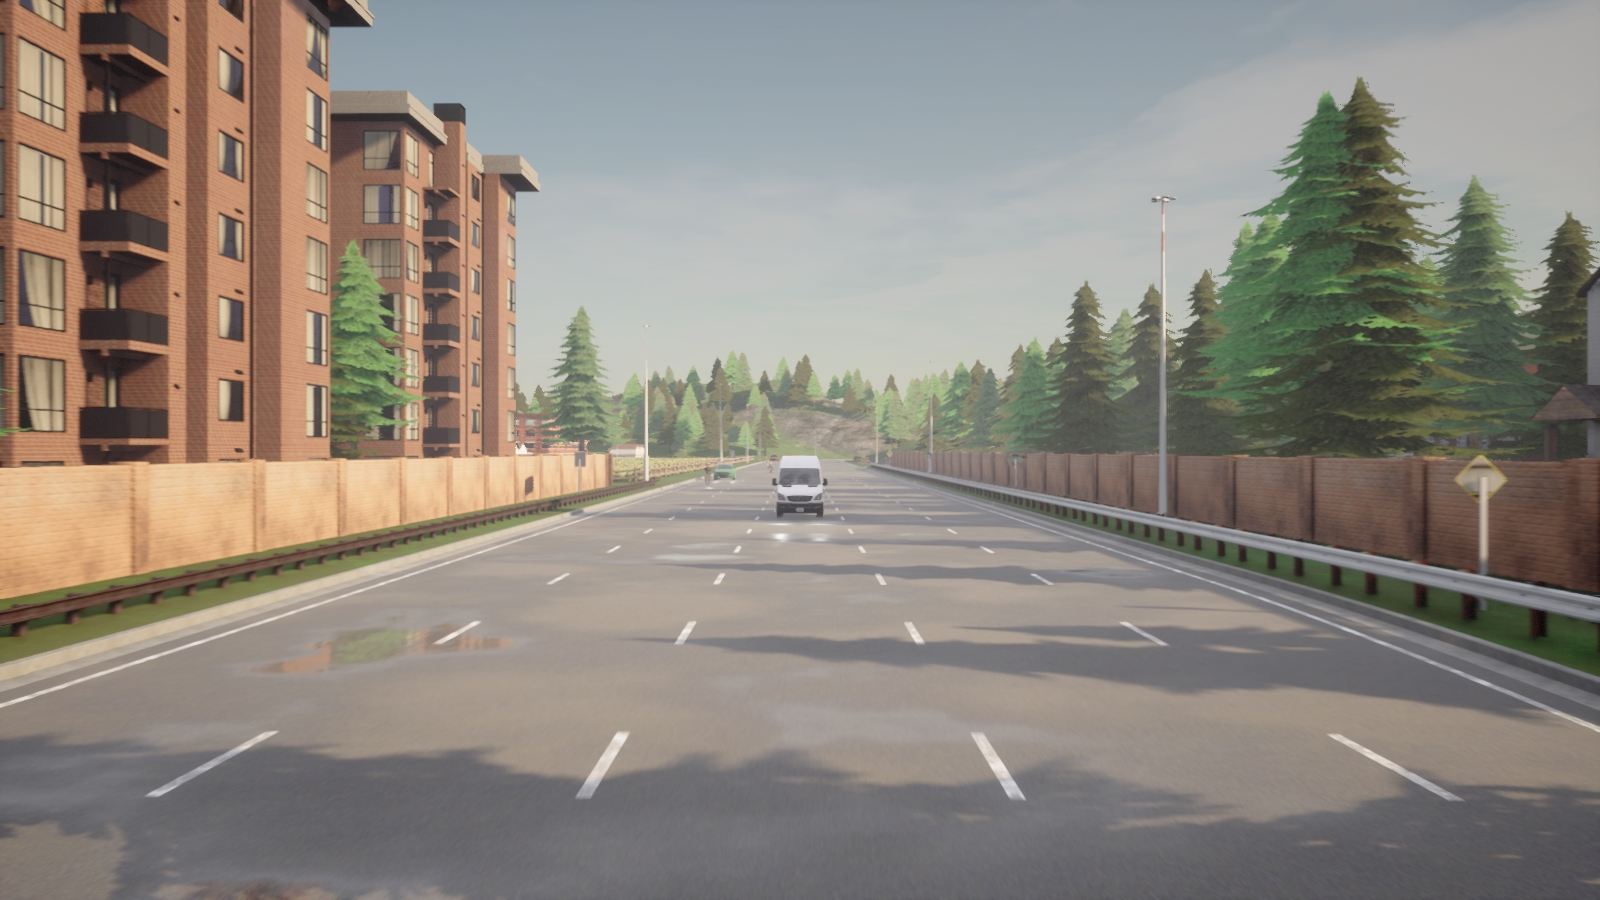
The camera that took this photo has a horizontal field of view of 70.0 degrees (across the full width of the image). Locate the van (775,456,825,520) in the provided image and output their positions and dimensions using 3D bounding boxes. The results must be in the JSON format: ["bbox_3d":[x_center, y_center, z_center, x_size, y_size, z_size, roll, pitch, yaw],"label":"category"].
[{"bbox_3d":[0.002,1.534,49.016,1.988,2.561,5.915,0,0,0],"label":"van"}]
